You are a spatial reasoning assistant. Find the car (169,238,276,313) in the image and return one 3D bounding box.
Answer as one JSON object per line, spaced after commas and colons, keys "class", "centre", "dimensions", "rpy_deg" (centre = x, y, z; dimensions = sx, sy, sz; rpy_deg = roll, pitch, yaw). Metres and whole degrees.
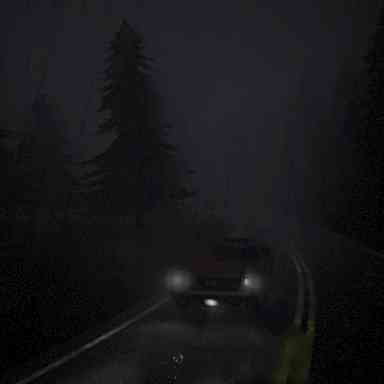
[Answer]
{"class": "car", "centre": [1.060, 1.929, 8.627], "dimensions": [1.895, 1.301, 4.718], "rpy_deg": [-3, -3, 18]}
